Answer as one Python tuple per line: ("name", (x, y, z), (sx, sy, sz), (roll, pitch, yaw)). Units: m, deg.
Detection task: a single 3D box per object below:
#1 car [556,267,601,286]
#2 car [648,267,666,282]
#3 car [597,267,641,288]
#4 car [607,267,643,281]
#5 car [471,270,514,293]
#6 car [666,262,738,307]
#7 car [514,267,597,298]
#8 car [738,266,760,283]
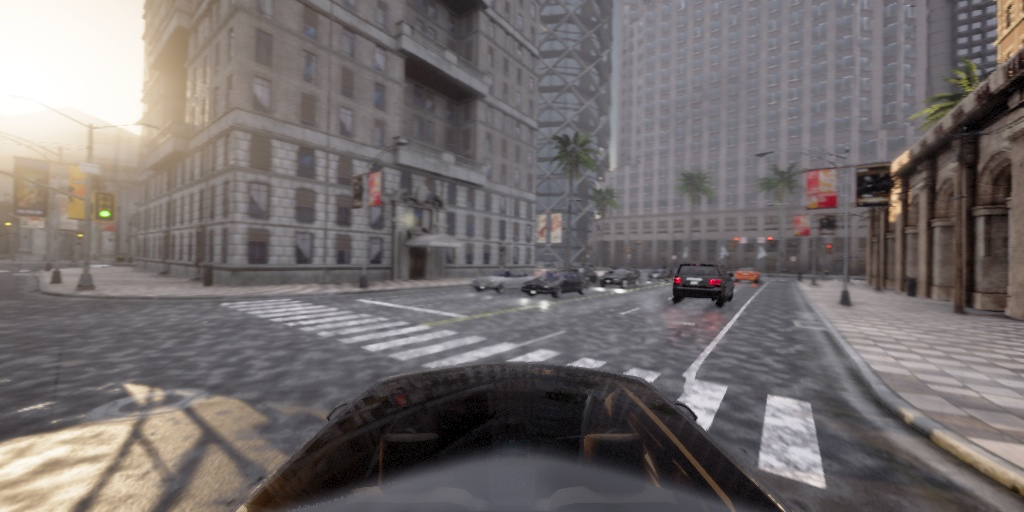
("car", (5.693, 1.651, 30.401), (1.812, 1.442, 4.674), (1, -1, 37))
("car", (15.909, 1.900, 38.019), (2.128, 1.511, 4.902), (1, -1, 37))
("car", (8.592, 1.674, 28.437), (1.837, 1.490, 4.892), (1, -1, 37))
("car", (12.477, 1.895, 39.299), (2.033, 1.411, 5.357), (1, -1, 38))
("car", (-0.384, 1.527, 22.325), (1.895, 1.301, 4.718), (1, -1, 37))
("car", (9.793, 1.366, 18.233), (2.150, 2.045, 5.566), (1, -1, 37))
("car", (2.679, 1.522, 20.581), (2.033, 1.411, 5.357), (1, -1, 37))
("car", (26.051, 1.976, 39.641), (2.097, 1.767, 4.553), (1, -1, 37))
